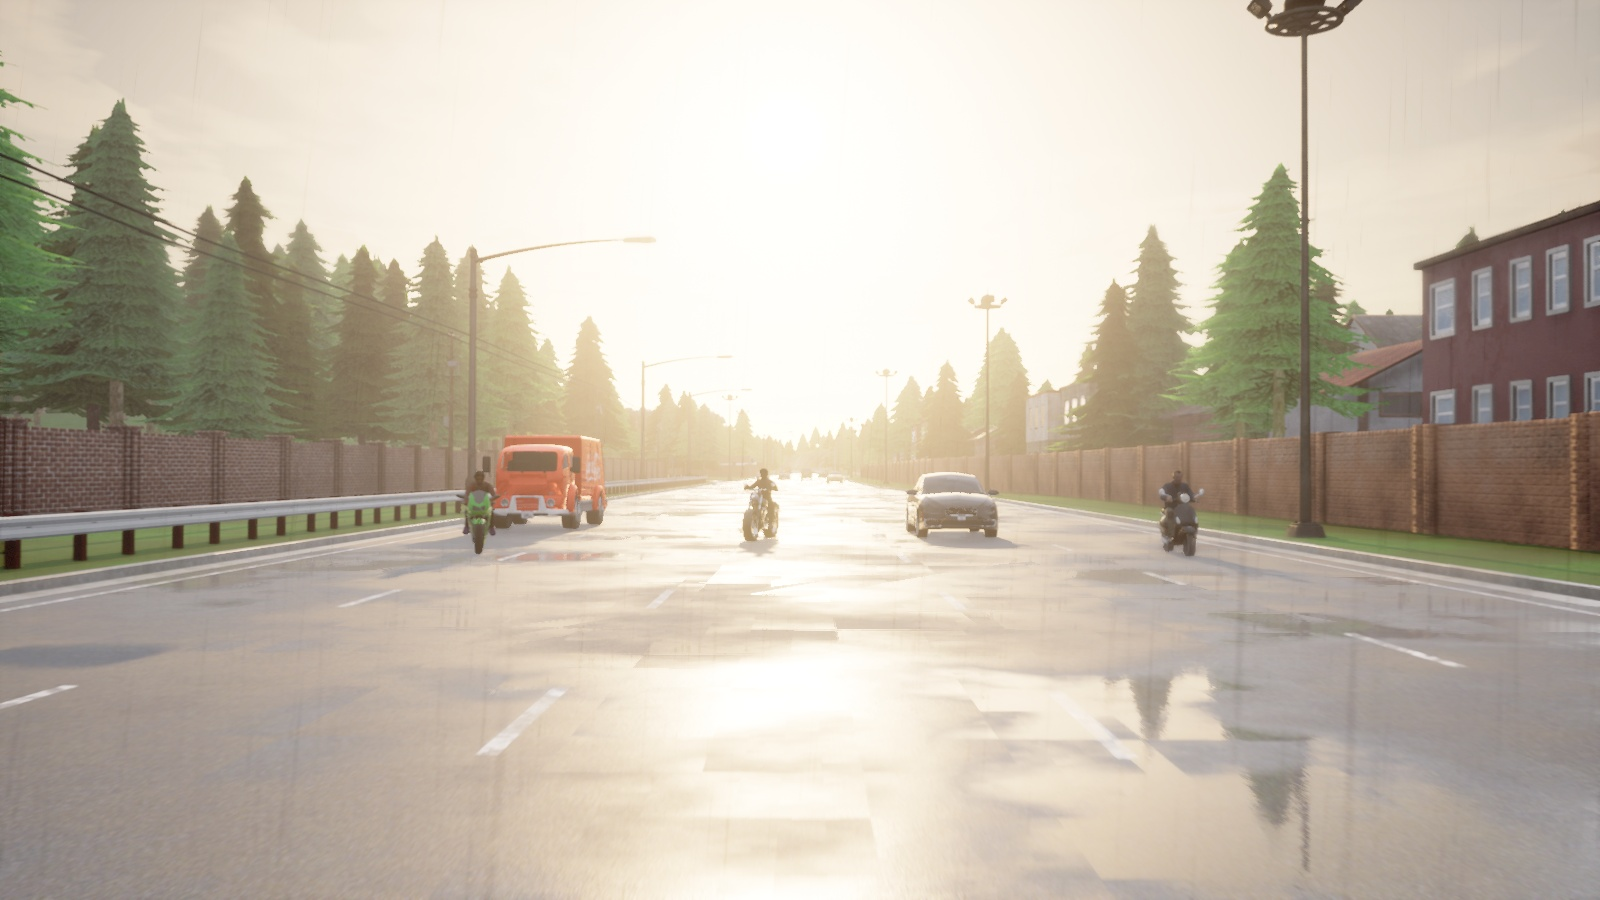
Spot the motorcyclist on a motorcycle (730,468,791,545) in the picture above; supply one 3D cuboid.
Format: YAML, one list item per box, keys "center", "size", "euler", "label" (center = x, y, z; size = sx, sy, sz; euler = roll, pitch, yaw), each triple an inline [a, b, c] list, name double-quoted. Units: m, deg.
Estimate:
- center: [-0.865, 1.229, 28.286]
  size: [0.766, 1.649, 2.350]
  euler: [0, -1, 14]
  label: "motorcyclist on a motorcycle"

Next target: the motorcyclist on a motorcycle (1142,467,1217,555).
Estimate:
- center: [7.117, 1.124, 23.631]
  size: [0.866, 1.590, 1.817]
  euler: [0, -1, 0]
  label: "motorcyclist on a motorcycle"

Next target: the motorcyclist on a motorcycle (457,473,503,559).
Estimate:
- center: [-5.960, 1.203, 23.453]
  size: [0.797, 1.523, 2.044]
  euler: [0, -1, -13]
  label: "motorcyclist on a motorcycle"

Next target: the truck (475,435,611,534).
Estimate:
- center: [-6.841, 0.912, 34.138]
  size: [2.627, 2.467, 5.204]
  euler: [0, -1, 0]
  label: "truck"

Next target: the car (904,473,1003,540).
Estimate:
- center: [3.647, 1.304, 30.665]
  size: [1.837, 1.490, 4.892]
  euler: [0, -1, 0]
  label: "car"
